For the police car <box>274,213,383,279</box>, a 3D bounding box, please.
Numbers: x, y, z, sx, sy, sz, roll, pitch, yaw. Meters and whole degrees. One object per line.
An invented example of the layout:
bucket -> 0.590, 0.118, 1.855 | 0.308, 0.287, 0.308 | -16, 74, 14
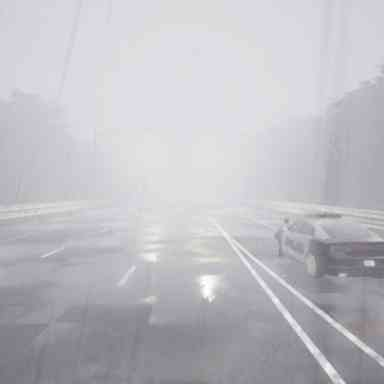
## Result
police car -> 3.988, 1.464, 10.311 | 1.930, 1.638, 5.238 | 0, 0, -3
